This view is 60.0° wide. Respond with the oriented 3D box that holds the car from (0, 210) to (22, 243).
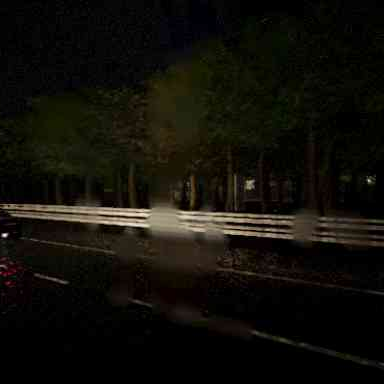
[{"bbox_3d":[-9.588,1.510,15.006,4.892,1.490,1.837,0,0,36],"label":"car"}]
